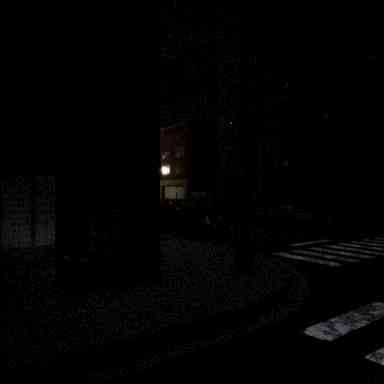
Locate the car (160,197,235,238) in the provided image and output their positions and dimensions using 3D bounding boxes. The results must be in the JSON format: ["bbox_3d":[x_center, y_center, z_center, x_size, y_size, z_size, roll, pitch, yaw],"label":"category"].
[{"bbox_3d":[-0.338,1.284,17.865,2.192,1.841,5.009,0,0,-35],"label":"car"}]

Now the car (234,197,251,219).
[{"bbox_3d":[2.924,1.311,27.135,2.192,1.841,5.009,0,0,-35],"label":"car"}]

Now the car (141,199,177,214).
[{"bbox_3d":[-3.652,1.528,36.396,1.887,1.381,4.507,0,0,-35],"label":"car"}]

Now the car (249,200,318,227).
[{"bbox_3d":[6.112,1.527,22.642,1.752,1.417,4.829,0,0,-35],"label":"car"}]
